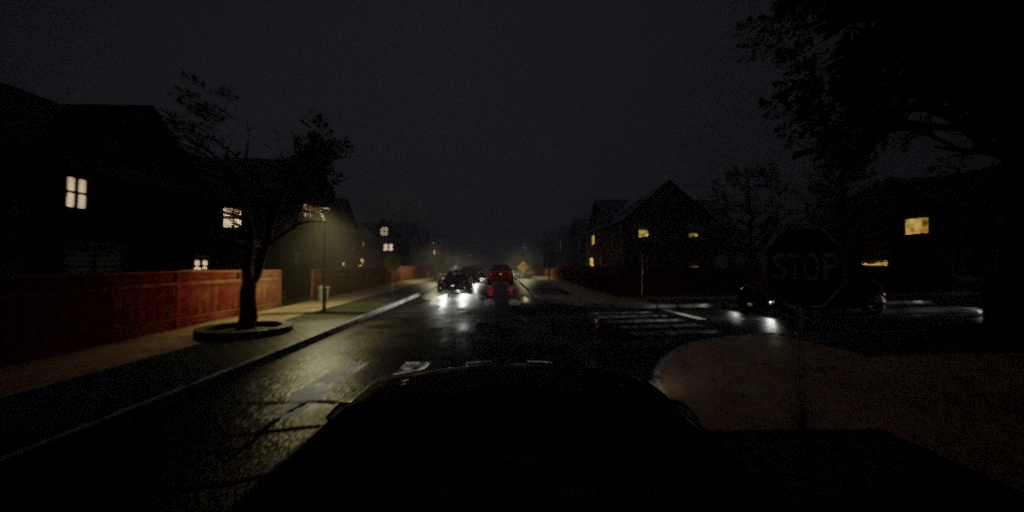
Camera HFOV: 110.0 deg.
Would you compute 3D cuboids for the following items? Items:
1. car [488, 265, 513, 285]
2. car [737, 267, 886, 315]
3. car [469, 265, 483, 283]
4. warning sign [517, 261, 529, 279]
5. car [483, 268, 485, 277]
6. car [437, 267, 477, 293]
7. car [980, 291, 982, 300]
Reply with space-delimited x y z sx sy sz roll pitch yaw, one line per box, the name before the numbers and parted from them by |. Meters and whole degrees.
car | -1.021 1.559 31.739 2.097 1.767 4.553 0 -1 -2
car | 11.012 1.183 13.424 4.553 1.767 2.097 0 -2 -4
car | -4.108 1.772 34.930 1.837 1.490 4.892 0 -1 -2
warning sign | 1.182 1.414 36.826 1.300 1.860 1.060 0 0 -2
car | -4.591 1.966 46.512 1.882 1.535 5.008 0 -1 -3
car | -3.615 1.630 23.410 1.994 1.385 4.181 0 -1 -2
car | 21.398 1.250 14.050 4.902 1.511 2.128 0 -2 -3
